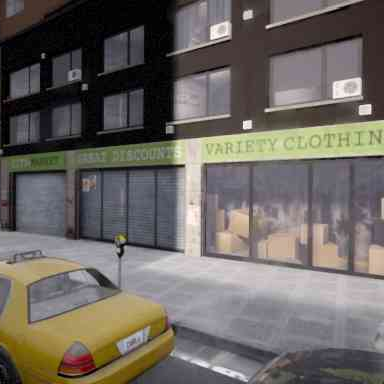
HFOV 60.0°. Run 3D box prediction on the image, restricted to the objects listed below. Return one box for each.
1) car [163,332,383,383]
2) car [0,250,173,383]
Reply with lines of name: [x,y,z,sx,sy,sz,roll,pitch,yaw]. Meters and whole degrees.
car: [2.229,1.551,1.534,4.403,1.369,2.008,0,1,35]
car: [-2.510,1.524,4.801,4.829,1.417,1.752,0,1,35]
